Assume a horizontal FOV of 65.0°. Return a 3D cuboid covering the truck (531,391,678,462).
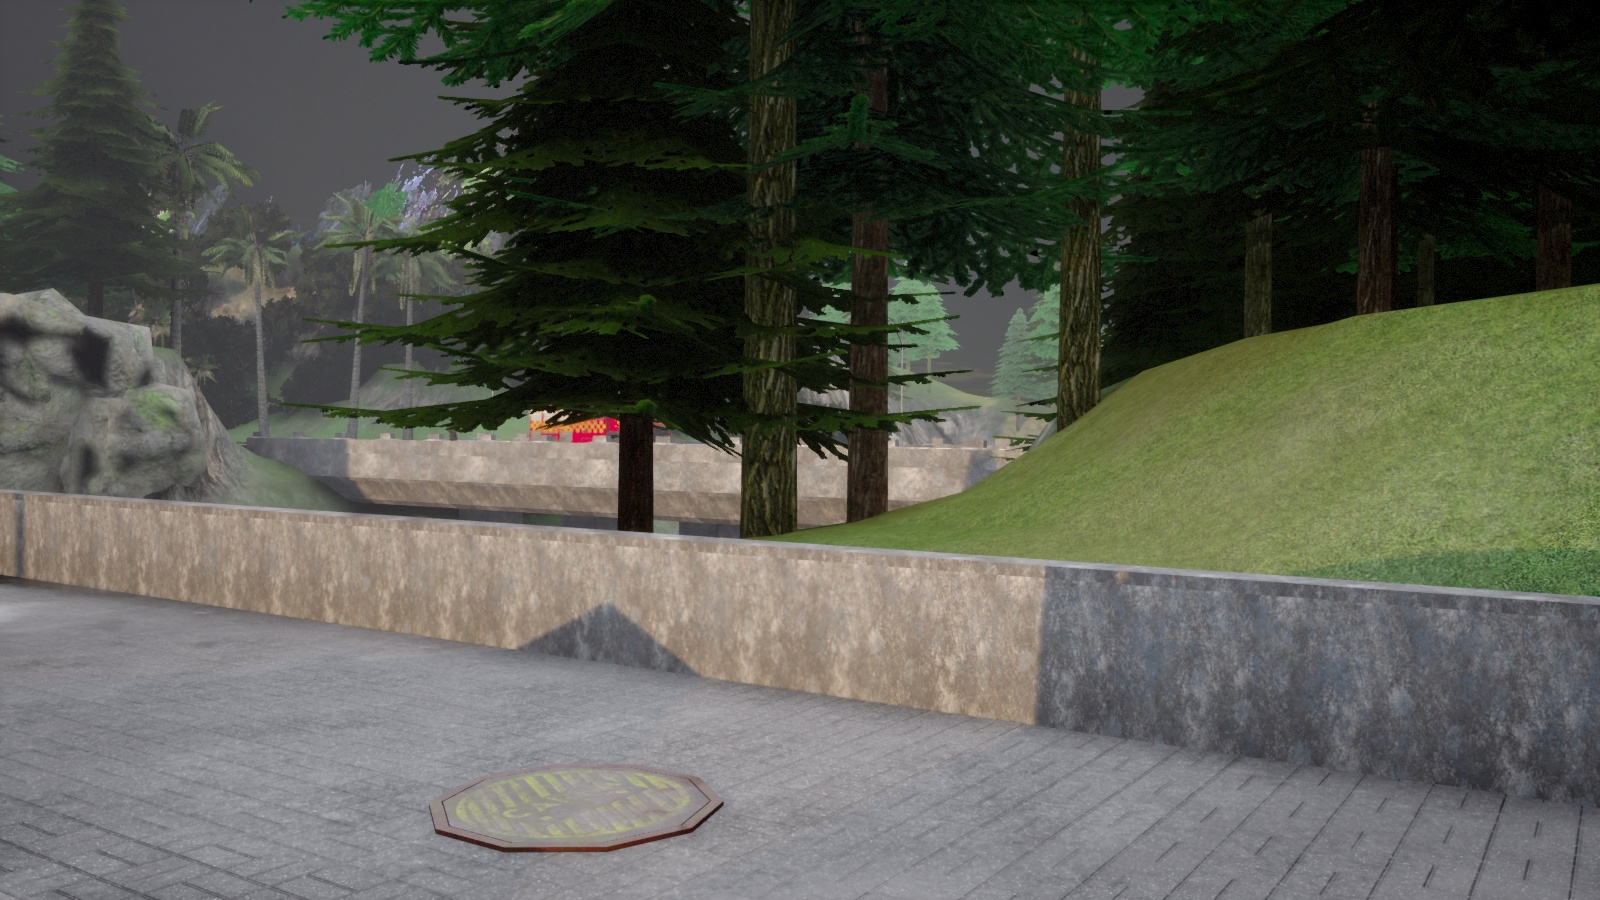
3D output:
[{"bbox_3d":[-11.125,-1.302,71.021,8.468,3.827,2.891,0,1,34],"label":"truck"}]
